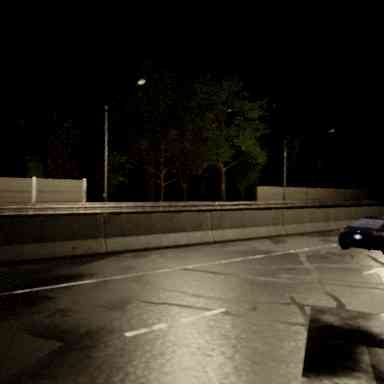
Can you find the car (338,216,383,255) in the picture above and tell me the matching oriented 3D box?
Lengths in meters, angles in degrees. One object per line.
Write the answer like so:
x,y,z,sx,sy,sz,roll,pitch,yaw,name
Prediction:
7.974,1.700,13.853,4.181,1.385,1.994,1,0,-35,car
